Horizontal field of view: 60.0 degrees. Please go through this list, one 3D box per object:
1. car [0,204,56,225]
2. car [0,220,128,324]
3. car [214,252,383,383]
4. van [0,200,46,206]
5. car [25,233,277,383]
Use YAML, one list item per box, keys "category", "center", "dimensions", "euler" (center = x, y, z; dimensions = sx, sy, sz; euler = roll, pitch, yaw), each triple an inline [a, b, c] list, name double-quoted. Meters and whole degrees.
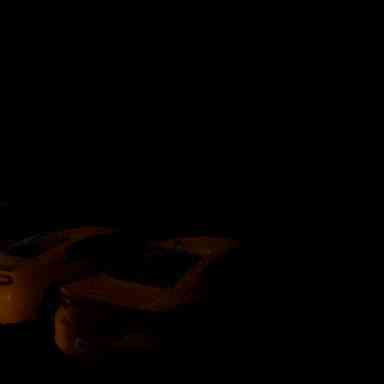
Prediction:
- category: "car"
  center: [-4.263, 1.365, 8.764]
  dimensions: [2.185, 1.767, 4.553]
  euler: [0, 0, 36]
- category: "car"
  center: [-2.094, 1.487, 7.249]
  dimensions: [2.097, 1.535, 5.008]
  euler: [0, 0, 36]
- category: "car"
  center: [2.518, 1.481, 3.958]
  dimensions: [2.231, 1.521, 4.892]
  euler: [0, 0, 35]
- category: "van"
  center: [-6.432, 1.268, 10.493]
  dimensions: [1.878, 1.987, 4.442]
  euler: [0, 0, 36]
- category: "car"
  center: [0.264, 1.483, 5.567]
  dimensions: [2.097, 1.535, 5.008]
  euler: [0, 0, 35]
